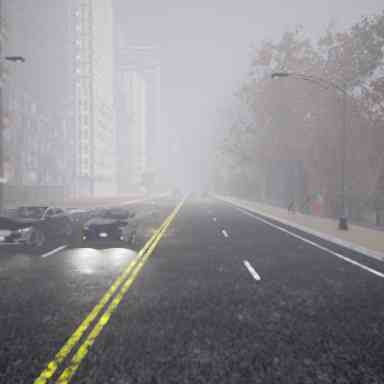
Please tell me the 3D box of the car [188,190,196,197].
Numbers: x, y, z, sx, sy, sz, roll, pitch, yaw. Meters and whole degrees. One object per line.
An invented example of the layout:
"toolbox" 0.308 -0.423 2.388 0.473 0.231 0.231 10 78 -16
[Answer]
"car" 0.016 0.527 80.564 2.033 1.411 5.357 0 1 0

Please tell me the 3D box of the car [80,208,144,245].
"car" -3.315 1.379 14.441 1.994 1.385 4.181 0 1 0

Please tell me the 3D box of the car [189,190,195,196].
"car" 0.019 0.273 90.955 1.812 1.442 4.674 0 1 0

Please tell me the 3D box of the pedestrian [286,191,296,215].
"pedestrian" 7.470 0.822 25.068 0.375 1.860 0.375 0 1 0

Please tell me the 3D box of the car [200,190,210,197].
"car" 3.265 0.487 80.563 1.837 1.490 4.892 0 1 0

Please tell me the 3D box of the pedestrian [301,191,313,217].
"pedestrian" 8.260 0.837 23.868 0.375 1.860 0.375 0 1 0

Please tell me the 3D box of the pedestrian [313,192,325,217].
"pedestrian" 9.378 0.892 24.469 0.375 1.860 0.375 0 1 0

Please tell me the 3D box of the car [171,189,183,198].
"car" -3.236 0.317 72.634 2.150 2.045 5.566 0 1 0

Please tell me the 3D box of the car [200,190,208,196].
"car" 3.269 0.226 90.954 1.882 1.535 5.008 0 1 0

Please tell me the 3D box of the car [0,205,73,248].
"car" -6.569 1.315 13.869 2.128 1.511 4.902 0 1 0
